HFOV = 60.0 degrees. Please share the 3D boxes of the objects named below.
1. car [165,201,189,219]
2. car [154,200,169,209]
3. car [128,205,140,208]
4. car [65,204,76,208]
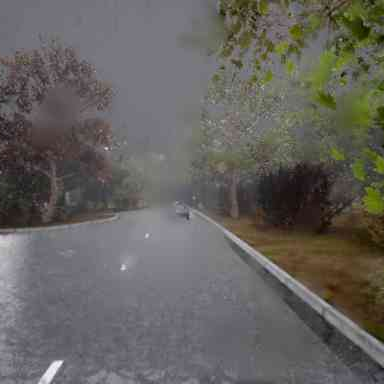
[{"bbox_3d":[-1.271,1.801,31.386,1.994,1.385,4.181,0,-1,-3],"label":"car"},{"bbox_3d":[-6.626,2.850,77.909,2.150,2.045,5.566,2,-3,-40],"label":"car"},{"bbox_3d":[-14.739,3.337,79.306,4.718,1.301,1.895,-1,-3,15],"label":"car"},{"bbox_3d":[-31.036,3.585,82.410,4.718,1.301,1.895,-1,-3,9],"label":"car"}]
